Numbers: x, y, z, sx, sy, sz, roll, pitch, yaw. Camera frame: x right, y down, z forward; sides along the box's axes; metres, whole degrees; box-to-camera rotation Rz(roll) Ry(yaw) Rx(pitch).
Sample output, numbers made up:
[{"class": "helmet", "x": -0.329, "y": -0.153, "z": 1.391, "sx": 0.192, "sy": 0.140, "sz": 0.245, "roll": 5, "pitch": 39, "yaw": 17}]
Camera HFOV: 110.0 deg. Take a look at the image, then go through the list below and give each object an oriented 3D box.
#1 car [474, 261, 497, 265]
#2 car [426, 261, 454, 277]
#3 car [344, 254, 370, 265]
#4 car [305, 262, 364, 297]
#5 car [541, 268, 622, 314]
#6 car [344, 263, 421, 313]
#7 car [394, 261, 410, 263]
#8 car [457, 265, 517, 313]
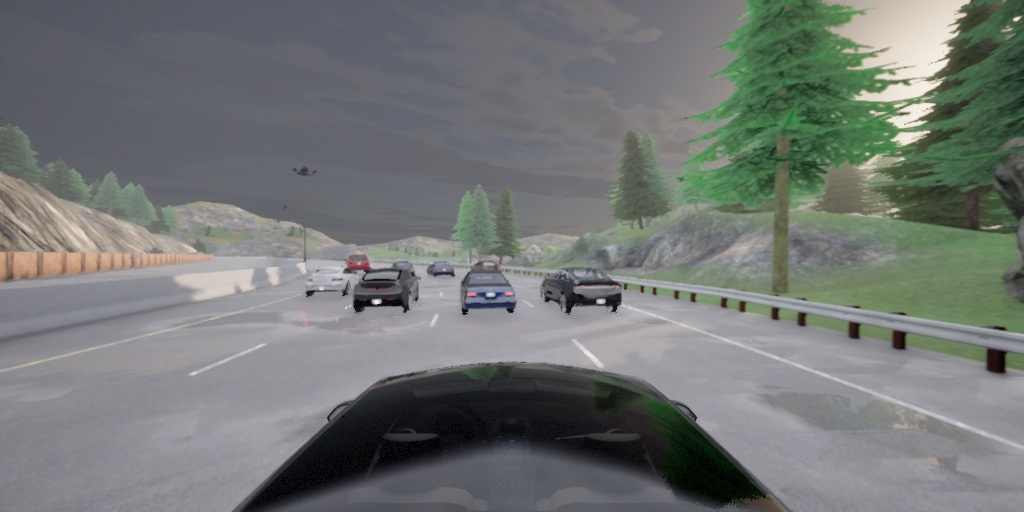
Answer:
[{"class": "car", "x": -2.333, "y": 1.132, "z": 31.922, "sx": 1.812, "sy": 1.442, "sz": 4.674, "roll": 0, "pitch": 0, "yaw": -20}, {"class": "car", "x": -6.735, "y": 1.179, "z": 33.573, "sx": 1.994, "sy": 1.385, "sz": 4.181, "roll": 0, "pitch": 0, "yaw": -22}, {"class": "car", "x": -16.409, "y": 0.853, "z": 37.885, "sx": 2.150, "sy": 2.045, "sz": 5.566, "roll": 0, "pitch": 0, "yaw": -28}, {"class": "car", "x": -9.183, "y": 1.227, "z": 18.575, "sx": 1.812, "sy": 1.442, "sz": 4.674, "roll": 0, "pitch": 0, "yaw": -13}, {"class": "car", "x": 2.388, "y": 1.173, "z": 13.428, "sx": 2.128, "sy": 1.511, "sz": 4.902, "roll": 0, "pitch": 0, "yaw": -8}, {"class": "car", "x": -4.736, "y": 1.212, "z": 13.953, "sx": 1.837, "sy": 1.490, "sz": 4.892, "roll": 0, "pitch": 0, "yaw": -9}, {"class": "car", "x": -10.029, "y": 1.180, "z": 32.650, "sx": 2.033, "sy": 1.411, "sz": 5.357, "roll": 0, "pitch": 0, "yaw": -23}, {"class": "car", "x": -1.062, "y": 1.241, "z": 13.654, "sx": 2.033, "sy": 1.411, "sz": 5.357, "roll": 0, "pitch": 0, "yaw": -9}]
